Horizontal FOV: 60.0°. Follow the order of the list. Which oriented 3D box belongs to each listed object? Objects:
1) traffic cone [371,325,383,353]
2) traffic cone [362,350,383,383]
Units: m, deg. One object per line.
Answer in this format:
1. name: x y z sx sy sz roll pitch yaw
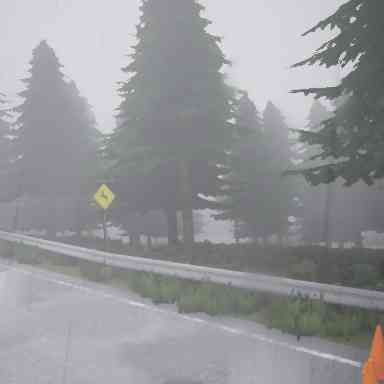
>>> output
1. traffic cone: 2.322 1.956 4.131 0.340 0.580 0.340 0 0 34
2. traffic cone: 1.773 1.956 3.298 0.340 0.580 0.340 0 0 34
